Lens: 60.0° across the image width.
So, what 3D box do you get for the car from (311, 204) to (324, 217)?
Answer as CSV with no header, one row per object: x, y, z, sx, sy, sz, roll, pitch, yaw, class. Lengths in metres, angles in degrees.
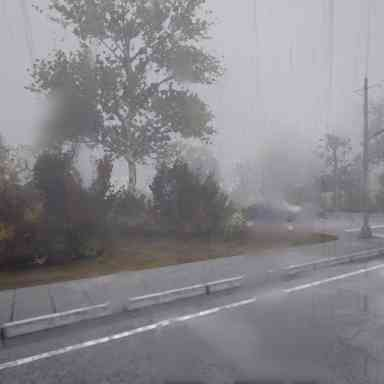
10.310,1.685,31.618,1.994,1.385,4.181,0,-1,-39,car

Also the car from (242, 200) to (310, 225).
6.057,1.574,25.452,1.882,1.535,5.008,0,-1,-39,car
